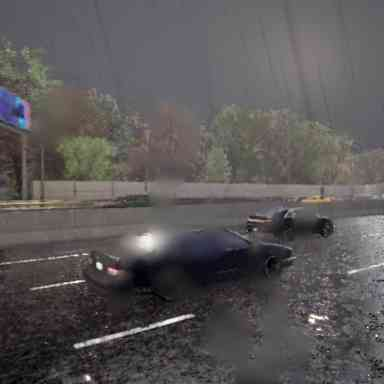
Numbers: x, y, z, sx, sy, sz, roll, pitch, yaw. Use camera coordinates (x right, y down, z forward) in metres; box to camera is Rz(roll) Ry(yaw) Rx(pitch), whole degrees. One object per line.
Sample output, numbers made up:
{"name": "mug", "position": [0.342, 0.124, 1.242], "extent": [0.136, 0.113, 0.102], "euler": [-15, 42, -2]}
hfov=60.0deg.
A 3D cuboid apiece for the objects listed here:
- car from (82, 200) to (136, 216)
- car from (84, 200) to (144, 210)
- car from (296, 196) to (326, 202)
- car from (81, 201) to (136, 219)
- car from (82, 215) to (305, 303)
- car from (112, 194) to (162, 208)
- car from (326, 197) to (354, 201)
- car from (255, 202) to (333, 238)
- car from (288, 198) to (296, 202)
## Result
{"name": "car", "position": [-8.079, 1.548, 32.613], "extent": [4.718, 1.301, 1.895], "euler": [0, 0, -35]}
{"name": "car", "position": [-5.743, 1.492, 21.386], "extent": [4.674, 1.442, 1.812], "euler": [0, 0, -35]}
{"name": "car", "position": [17.247, 1.334, 46.316], "extent": [5.008, 1.535, 1.882], "euler": [0, 0, -35]}
{"name": "car", "position": [-7.228, 1.517, 28.921], "extent": [4.181, 1.385, 1.994], "euler": [0, 0, -35]}
{"name": "car", "position": [0.184, 1.526, 8.172], "extent": [5.357, 1.411, 2.033], "euler": [0, 0, -35]}
{"name": "car", "position": [-5.012, 1.173, 26.206], "extent": [5.566, 2.045, 2.150], "euler": [0, 0, -35]}
{"name": "car", "position": [20.225, 1.417, 44.115], "extent": [4.181, 1.385, 1.994], "euler": [0, 0, -35]}
{"name": "car", "position": [4.724, 1.435, 15.704], "extent": [4.902, 1.511, 2.128], "euler": [0, 0, -35]}
{"name": "car", "position": [16.543, 1.330, 50.095], "extent": [5.008, 1.535, 1.882], "euler": [0, 0, -35]}
